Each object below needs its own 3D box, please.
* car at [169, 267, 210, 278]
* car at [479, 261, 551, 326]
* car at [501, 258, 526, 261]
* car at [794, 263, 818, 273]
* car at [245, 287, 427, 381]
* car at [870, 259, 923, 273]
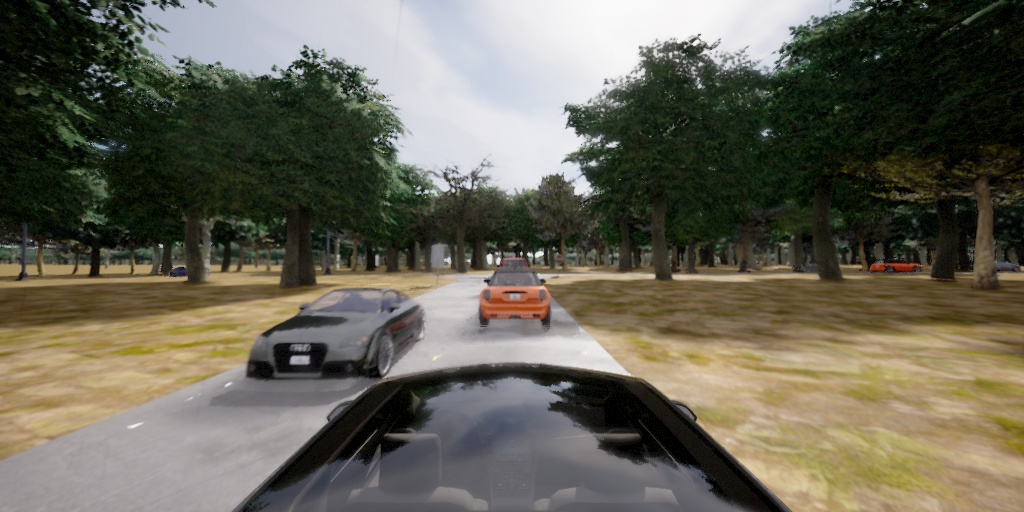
[{"bbox_3d":[-42.137,2.095,46.873,4.674,1.442,1.812,-1,-2,3],"label":"car"},{"bbox_3d":[0.096,1.175,12.159,2.097,1.767,4.553,0,0,0],"label":"car"},{"bbox_3d":[0.107,1.170,24.791,2.150,2.045,5.566,0,-1,0],"label":"car"},{"bbox_3d":[39.491,1.580,46.965,4.181,1.385,1.994,0,-2,3],"label":"car"},{"bbox_3d":[-3.091,1.347,7.226,1.994,1.385,4.181,0,0,0],"label":"car"},{"bbox_3d":[46.160,1.192,43.080,4.553,1.767,2.097,0,-2,3],"label":"car"}]
